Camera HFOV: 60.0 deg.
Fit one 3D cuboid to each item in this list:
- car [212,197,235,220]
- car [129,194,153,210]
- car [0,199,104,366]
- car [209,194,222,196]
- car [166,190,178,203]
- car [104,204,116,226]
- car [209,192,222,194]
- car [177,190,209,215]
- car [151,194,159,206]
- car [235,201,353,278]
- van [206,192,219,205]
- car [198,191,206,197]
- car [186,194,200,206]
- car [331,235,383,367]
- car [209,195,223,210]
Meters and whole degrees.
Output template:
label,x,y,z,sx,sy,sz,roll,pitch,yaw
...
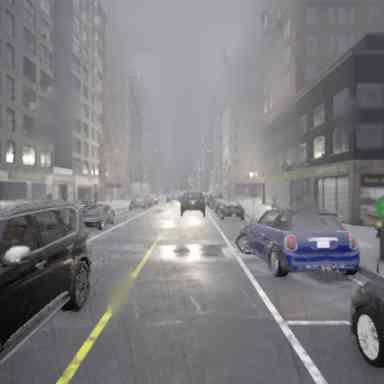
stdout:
label,x,y,z,sx,sy,sz,roll,pitch,yaw
car,2.863,1.315,24.912,2.008,1.369,4.403,0,1,0
car,-5.661,1.243,35.953,1.802,1.307,4.206,0,1,0
car,-3.101,1.176,4.645,2.150,2.045,5.566,0,1,0
car,2.864,1.227,35.959,1.947,1.339,4.313,0,1,0
car,-2.995,0.707,54.337,2.150,2.045,5.566,0,0,0
car,-5.664,1.382,19.378,1.947,1.339,4.313,0,1,0
car,2.866,0.924,41.481,2.192,1.841,5.009,0,1,0
car,0.084,0.944,29.571,2.150,2.045,5.566,0,1,0
car,-5.661,1.175,41.478,1.947,1.339,4.313,0,1,0
car,2.937,1.255,10.101,2.097,1.767,4.553,0,0,-6
van,2.867,0.898,47.004,1.690,1.788,3.998,0,1,0
car,2.589,0.612,90.893,1.967,1.590,4.097,0,0,-1
car,0.096,1.090,46.263,1.812,1.442,4.674,0,0,0
car,3.146,1.476,2.793,1.837,1.490,4.892,0,1,0
car,2.864,1.264,30.436,2.008,1.369,4.403,0,1,0
